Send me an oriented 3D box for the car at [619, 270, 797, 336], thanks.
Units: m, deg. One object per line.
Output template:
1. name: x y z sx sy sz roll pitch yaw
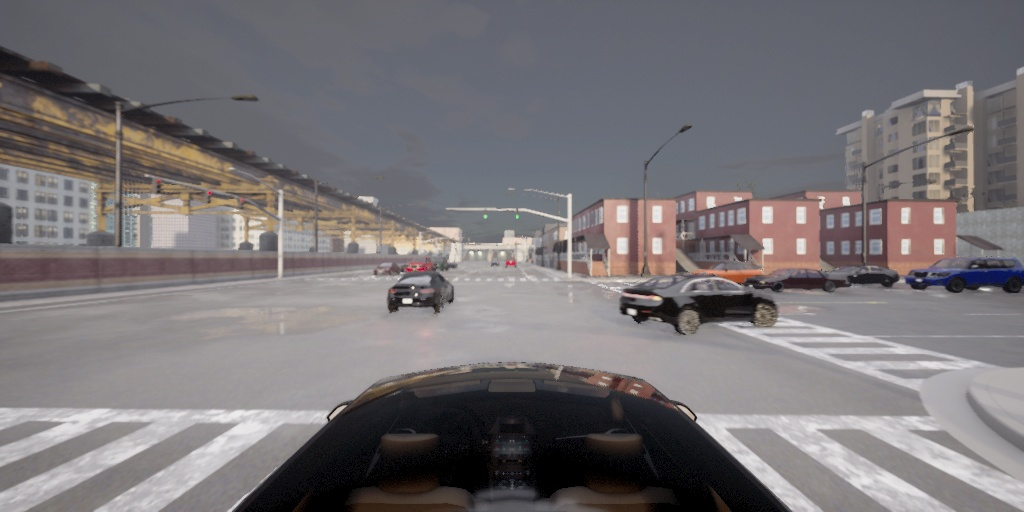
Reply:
1. car: 5.468 1.289 10.441 4.902 1.511 2.128 0 -1 -21

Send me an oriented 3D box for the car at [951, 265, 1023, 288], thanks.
1. car: 34.195 1.408 24.997 4.892 1.490 1.837 0 0 0

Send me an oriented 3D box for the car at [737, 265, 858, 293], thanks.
1. car: 16.929 1.411 21.461 5.357 1.411 2.033 0 0 0

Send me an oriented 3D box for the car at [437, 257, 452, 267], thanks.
1. car: -10.688 1.189 52.368 2.150 2.045 5.566 0 0 0

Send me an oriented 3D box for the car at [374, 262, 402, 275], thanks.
1. car: -14.215 1.437 41.125 1.812 1.442 4.674 0 0 0

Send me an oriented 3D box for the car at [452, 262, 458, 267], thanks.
1. car: -10.699 1.615 62.589 1.895 1.301 4.718 0 0 0

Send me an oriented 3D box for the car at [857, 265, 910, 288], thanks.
1. car: 23.918 1.380 24.976 4.902 1.511 2.128 0 0 0

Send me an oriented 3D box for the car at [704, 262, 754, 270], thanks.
1. car: 14.772 1.228 24.945 4.553 1.767 2.097 0 0 0

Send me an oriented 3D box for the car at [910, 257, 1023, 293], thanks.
1. car: 27.130 1.099 21.487 5.566 2.045 2.150 0 0 0

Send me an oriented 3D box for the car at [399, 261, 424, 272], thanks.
1. car: -14.194 1.503 50.837 2.033 1.411 5.357 0 0 0

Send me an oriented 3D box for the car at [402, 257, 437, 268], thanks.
1. car: -10.714 1.141 42.010 2.150 2.045 5.566 0 0 0

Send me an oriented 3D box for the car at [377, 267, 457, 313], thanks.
1. car: -3.444 1.328 14.091 1.812 1.442 4.674 0 0 0
